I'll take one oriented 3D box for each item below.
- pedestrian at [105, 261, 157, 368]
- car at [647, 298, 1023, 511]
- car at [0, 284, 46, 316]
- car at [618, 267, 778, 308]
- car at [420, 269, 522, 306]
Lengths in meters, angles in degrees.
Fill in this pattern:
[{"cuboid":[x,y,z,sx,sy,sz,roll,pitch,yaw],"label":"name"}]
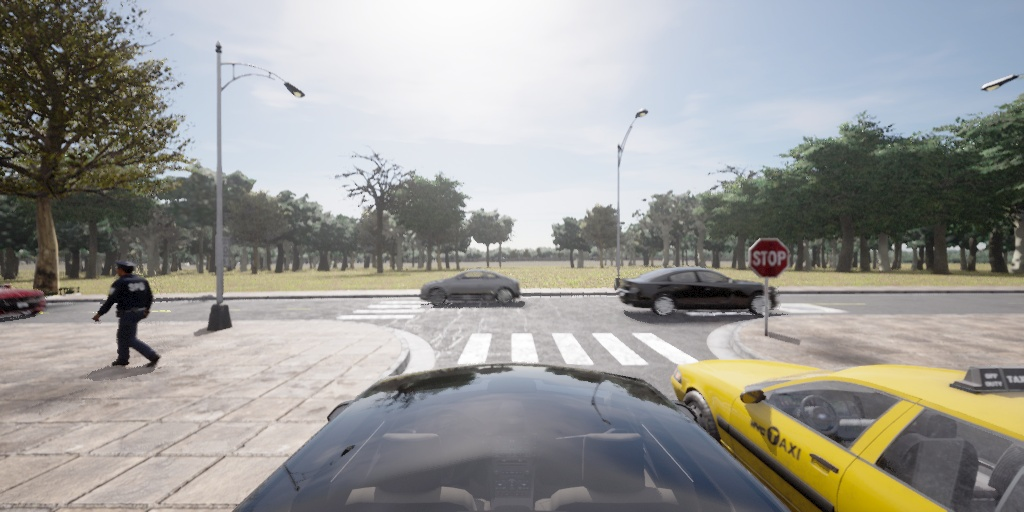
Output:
[{"cuboid":[-6.360,0.923,5.999,0.375,1.860,0.375,0,0,0],"label":"pedestrian"},{"cuboid":[2.636,1.274,2.169,1.751,1.417,4.829,0,0,0],"label":"car"},{"cuboid":[-19.128,1.439,12.201,5.008,1.535,1.882,-1,0,0],"label":"car"},{"cuboid":[6.176,1.111,12.116,5.008,1.535,1.882,-1,1,0],"label":"car"},{"cuboid":[-1.687,1.253,15.097,4.181,1.385,1.994,-1,0,0],"label":"car"}]
